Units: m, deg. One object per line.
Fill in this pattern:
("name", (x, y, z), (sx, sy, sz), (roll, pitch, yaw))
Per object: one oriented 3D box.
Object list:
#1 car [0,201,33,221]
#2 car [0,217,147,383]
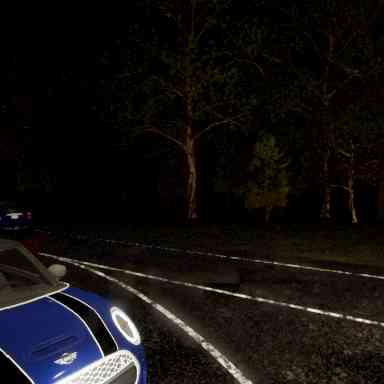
("car", (-10.443, 1.249, 17.639), (4.553, 1.767, 2.097), (0, 0, 36))
("car", (-2.666, 1.338, 3.771), (4.553, 1.767, 2.097), (1, 0, 35))
